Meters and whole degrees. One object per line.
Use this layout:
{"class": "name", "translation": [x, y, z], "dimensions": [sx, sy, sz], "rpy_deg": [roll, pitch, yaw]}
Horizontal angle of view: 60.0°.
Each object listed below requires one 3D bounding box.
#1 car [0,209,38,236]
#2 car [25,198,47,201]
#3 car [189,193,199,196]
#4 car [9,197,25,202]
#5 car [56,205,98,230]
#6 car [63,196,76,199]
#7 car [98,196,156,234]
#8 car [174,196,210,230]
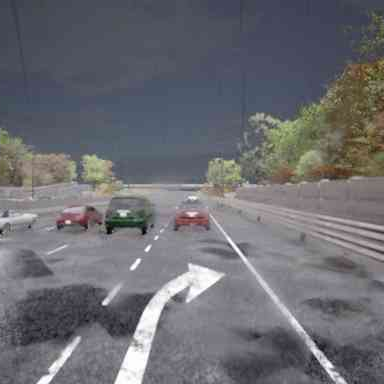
{"class": "car", "translation": [-10.391, 1.597, 18.382], "dimensions": [1.895, 1.301, 4.718], "rpy_deg": [0, 0, 0]}
{"class": "car", "translation": [-27.977, 1.667, 60.678], "dimensions": [1.895, 1.301, 4.718], "rpy_deg": [0, 0, 0]}
{"class": "car", "translation": [0.450, 1.344, 83.843], "dimensions": [2.150, 2.045, 5.566], "rpy_deg": [0, 0, 8]}
{"class": "car", "translation": [-31.476, 1.646, 60.869], "dimensions": [1.895, 1.301, 4.718], "rpy_deg": [0, 0, 0]}
{"class": "car", "translation": [-6.893, 1.522, 20.810], "dimensions": [1.812, 1.442, 4.674], "rpy_deg": [0, 0, 0]}
{"class": "car", "translation": [-24.474, 1.549, 66.768], "dimensions": [1.837, 1.490, 4.892], "rpy_deg": [0, 0, 0]}
{"class": "car", "translation": [-3.393, 1.217, 19.113], "dimensions": [2.150, 2.045, 5.566], "rpy_deg": [0, 0, 0]}
{"class": "car", "translation": [0.009, 1.347, 21.070], "dimensions": [2.097, 1.767, 4.553], "rpy_deg": [0, 0, 0]}
